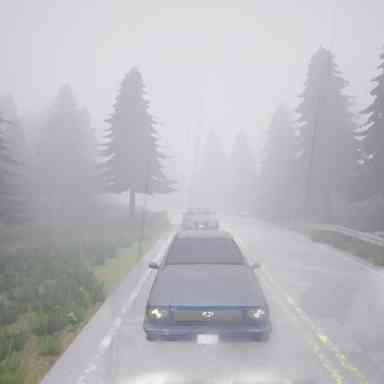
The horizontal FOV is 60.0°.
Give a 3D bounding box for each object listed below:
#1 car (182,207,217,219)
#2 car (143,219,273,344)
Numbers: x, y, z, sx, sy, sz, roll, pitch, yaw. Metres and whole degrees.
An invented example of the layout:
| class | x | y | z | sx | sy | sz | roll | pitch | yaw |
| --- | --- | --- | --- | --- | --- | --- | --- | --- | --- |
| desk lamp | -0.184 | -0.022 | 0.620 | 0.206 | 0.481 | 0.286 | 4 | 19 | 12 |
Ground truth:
| class | x | y | z | sx | sy | sz | roll | pitch | yaw |
| --- | --- | --- | --- | --- | --- | --- | --- | --- | --- |
| car | 0.401 | 1.584 | 19.139 | 1.994 | 1.385 | 4.181 | 0 | 0 | -2 |
| car | 0.250 | 1.557 | 7.054 | 2.033 | 1.411 | 5.357 | 0 | 0 | 1 |
